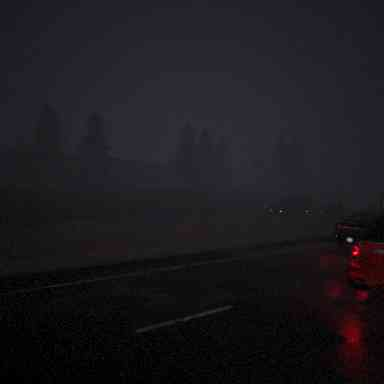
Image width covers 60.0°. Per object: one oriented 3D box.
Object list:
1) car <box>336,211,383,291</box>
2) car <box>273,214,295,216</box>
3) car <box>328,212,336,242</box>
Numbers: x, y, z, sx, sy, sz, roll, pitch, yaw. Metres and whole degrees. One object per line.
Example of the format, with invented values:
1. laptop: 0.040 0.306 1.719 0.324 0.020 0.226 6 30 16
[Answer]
1. car: 5.760 1.390 7.903 4.553 1.767 2.097 0 0 -35
2. car: 9.552 1.332 32.307 5.566 2.045 2.150 0 0 -36
3. car: 7.773 1.552 13.614 4.902 1.511 2.128 0 0 -35
